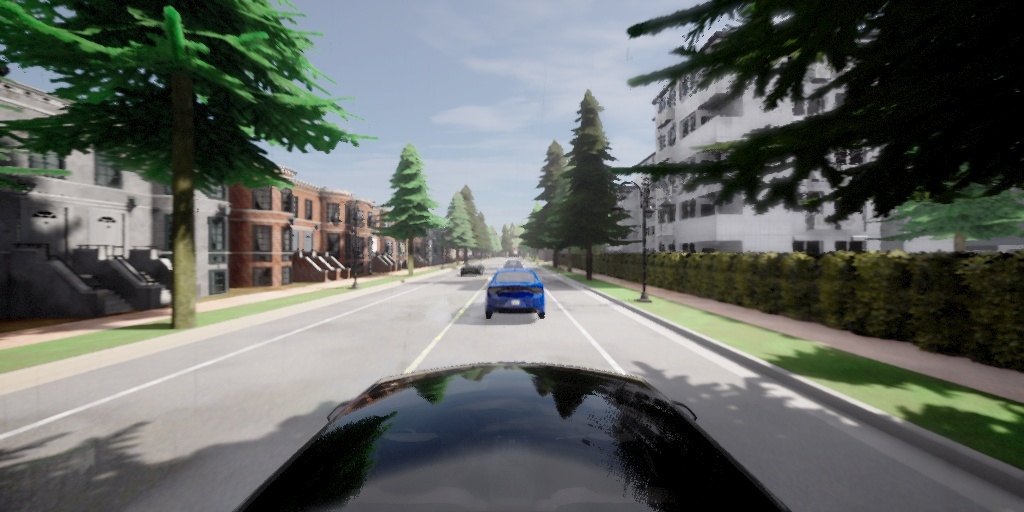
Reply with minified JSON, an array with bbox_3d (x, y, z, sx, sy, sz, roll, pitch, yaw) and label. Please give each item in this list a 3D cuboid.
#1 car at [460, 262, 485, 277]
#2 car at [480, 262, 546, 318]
[{"bbox_3d":[-3.581,1.182,32.997,1.895,1.301,4.718,0,0,0],"label":"car"},{"bbox_3d":[0.104,1.168,12.805,1.882,1.535,5.008,0,0,0],"label":"car"}]
